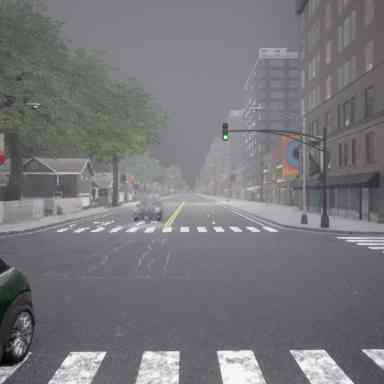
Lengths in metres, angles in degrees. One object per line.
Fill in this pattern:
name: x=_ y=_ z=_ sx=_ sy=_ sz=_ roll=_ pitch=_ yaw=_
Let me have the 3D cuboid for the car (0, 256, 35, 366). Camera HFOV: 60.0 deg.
car: x=-3.251 y=1.341 z=2.757 sx=2.097 sy=1.767 sz=4.553 roll=0 pitch=0 yaw=0

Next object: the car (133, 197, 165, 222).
car: x=-3.297 y=1.316 z=26.319 sx=2.097 sy=1.767 sz=4.553 roll=0 pitch=0 yaw=0
